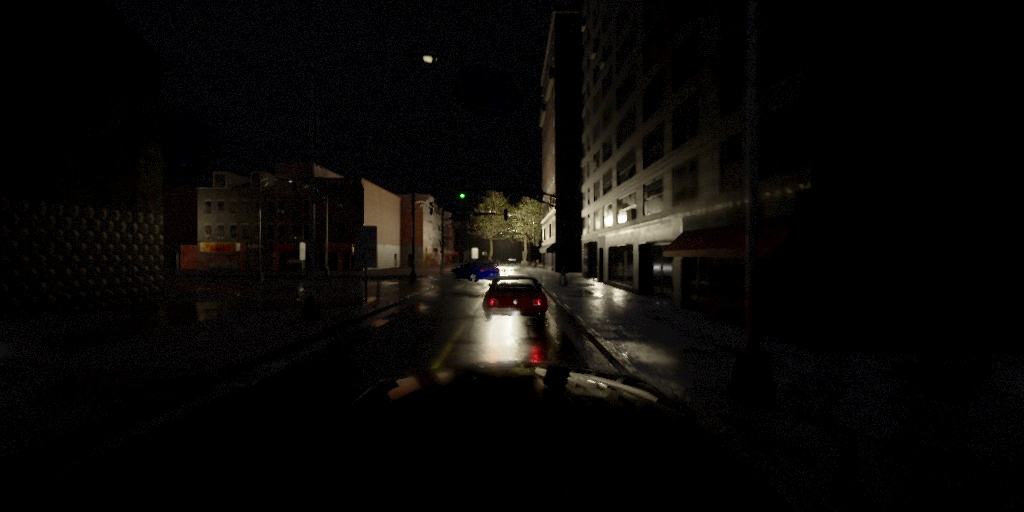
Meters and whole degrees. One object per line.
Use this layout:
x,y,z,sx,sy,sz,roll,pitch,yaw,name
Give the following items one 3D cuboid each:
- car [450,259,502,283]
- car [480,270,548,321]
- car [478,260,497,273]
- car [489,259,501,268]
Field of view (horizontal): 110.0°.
-2.933,1.182,27.497,1.882,1.535,5.008,2,-1,-37,car
0.101,1.333,12.329,1.895,1.301,4.718,0,0,0,car
-2.827,1.229,42.455,1.812,1.442,4.674,0,0,1,car
-2.756,1.197,58.758,1.837,1.490,4.892,0,-1,0,car
